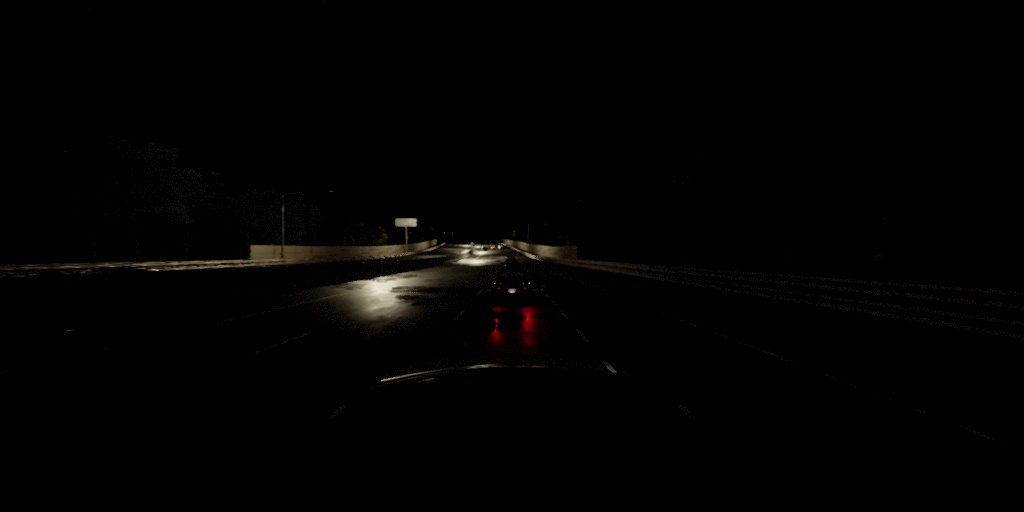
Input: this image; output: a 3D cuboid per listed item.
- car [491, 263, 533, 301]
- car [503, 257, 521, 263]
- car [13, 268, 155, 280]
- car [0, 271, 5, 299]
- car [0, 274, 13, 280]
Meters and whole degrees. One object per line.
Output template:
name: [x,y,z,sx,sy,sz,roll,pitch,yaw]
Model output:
car: [-0.001,1.250,17.096,1.812,1.442,4.674,0,0,0]
car: [-0.002,1.122,40.902,1.812,1.442,4.674,0,1,0]
car: [-17.594,1.253,15.700,1.812,1.442,4.674,0,0,0]
car: [-24.596,1.332,14.373,1.895,1.301,4.718,0,0,0]
car: [-21.093,1.292,16.023,1.994,1.385,4.181,0,0,0]
